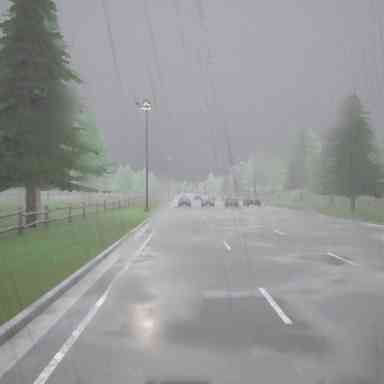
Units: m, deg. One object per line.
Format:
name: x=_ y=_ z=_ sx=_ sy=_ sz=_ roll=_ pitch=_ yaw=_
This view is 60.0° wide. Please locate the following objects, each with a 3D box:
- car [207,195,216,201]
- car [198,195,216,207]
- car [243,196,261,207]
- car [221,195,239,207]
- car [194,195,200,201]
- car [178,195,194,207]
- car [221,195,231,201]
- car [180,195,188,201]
car: x=5.016 y=1.523 z=85.170 sx=1.812 sy=1.442 sz=4.674 roll=0 pitch=0 yaw=-1
car: x=2.374 y=1.600 z=50.914 sx=1.895 sy=1.301 sz=4.718 roll=0 pitch=0 yaw=-1
car: x=9.314 y=1.351 z=52.117 sx=2.097 sy=1.767 sz=4.553 roll=0 pitch=0 yaw=-1
car: x=5.884 y=1.491 z=50.266 sx=2.128 sy=1.511 sz=4.902 roll=0 pitch=0 yaw=-1
car: x=1.484 y=1.499 z=86.440 sx=1.837 sy=1.490 sz=4.892 roll=0 pitch=0 yaw=-1
car: x=-1.126 y=1.600 z=51.031 sx=1.895 sy=1.301 sz=4.718 roll=0 pitch=0 yaw=-1
car: x=8.537 y=1.552 z=84.309 sx=1.994 sy=1.385 sz=4.181 roll=0 pitch=0 yaw=-1
car: x=-2.036 y=1.539 z=87.242 sx=2.033 sy=1.411 sz=5.357 roll=0 pitch=0 yaw=-1
